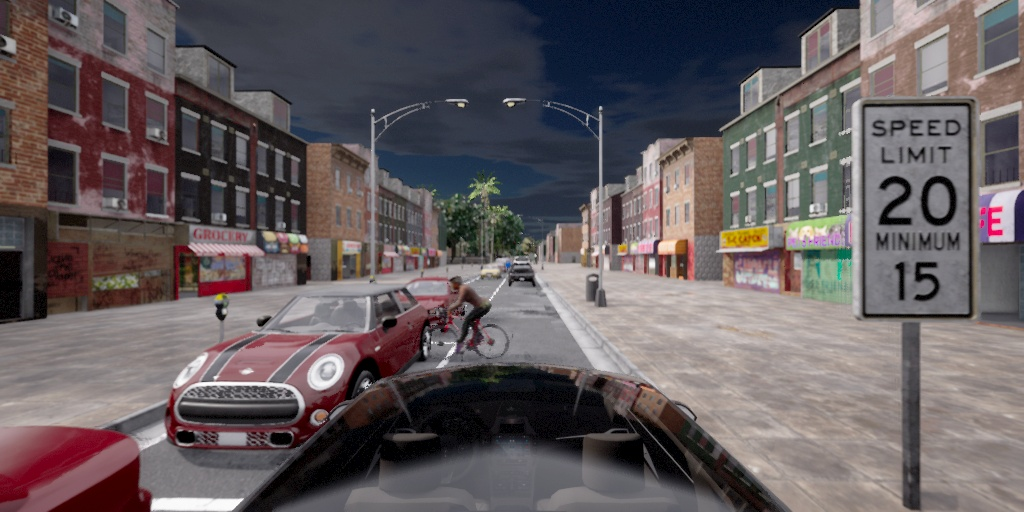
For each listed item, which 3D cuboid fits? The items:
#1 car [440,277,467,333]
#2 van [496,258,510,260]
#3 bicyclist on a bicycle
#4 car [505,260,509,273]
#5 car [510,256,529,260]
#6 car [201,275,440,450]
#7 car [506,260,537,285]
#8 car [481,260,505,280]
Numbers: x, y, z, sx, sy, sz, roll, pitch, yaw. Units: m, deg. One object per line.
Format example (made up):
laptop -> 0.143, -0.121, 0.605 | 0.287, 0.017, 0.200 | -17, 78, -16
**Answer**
car -> -2.430, 1.313, 10.825 | 1.888, 1.381, 4.507 | 0, 0, 2
van -> -1.406, 1.211, 49.058 | 1.690, 1.789, 3.998 | 0, 0, 2
bicyclist on a bicycle -> -0.891, 1.207, 6.878 | 1.656, 1.620, 0.582 | -2, 0, 2
car -> -1.552, 1.432, 43.595 | 1.802, 1.307, 4.207 | 0, 0, 2
car -> 1.210, 1.076, 44.495 | 2.150, 2.045, 5.566 | 0, 0, 2
car -> -2.577, 1.196, 5.363 | 1.967, 1.591, 4.097 | 0, 0, 2
car -> 0.724, 1.304, 26.379 | 1.837, 1.490, 4.892 | 0, 0, 2
car -> -1.849, 1.339, 32.504 | 1.751, 1.417, 4.829 | 0, 0, 2
